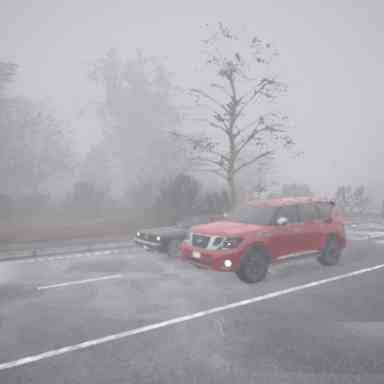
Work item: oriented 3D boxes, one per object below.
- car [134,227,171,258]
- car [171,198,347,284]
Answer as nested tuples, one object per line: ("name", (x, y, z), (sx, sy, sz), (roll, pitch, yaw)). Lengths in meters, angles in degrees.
("car", (0.229, 1.604, 12.736), (4.718, 1.301, 1.895), (0, 0, -35))
("car", (2.367, 1.225, 9.964), (5.566, 2.045, 2.150), (0, 0, -35))
